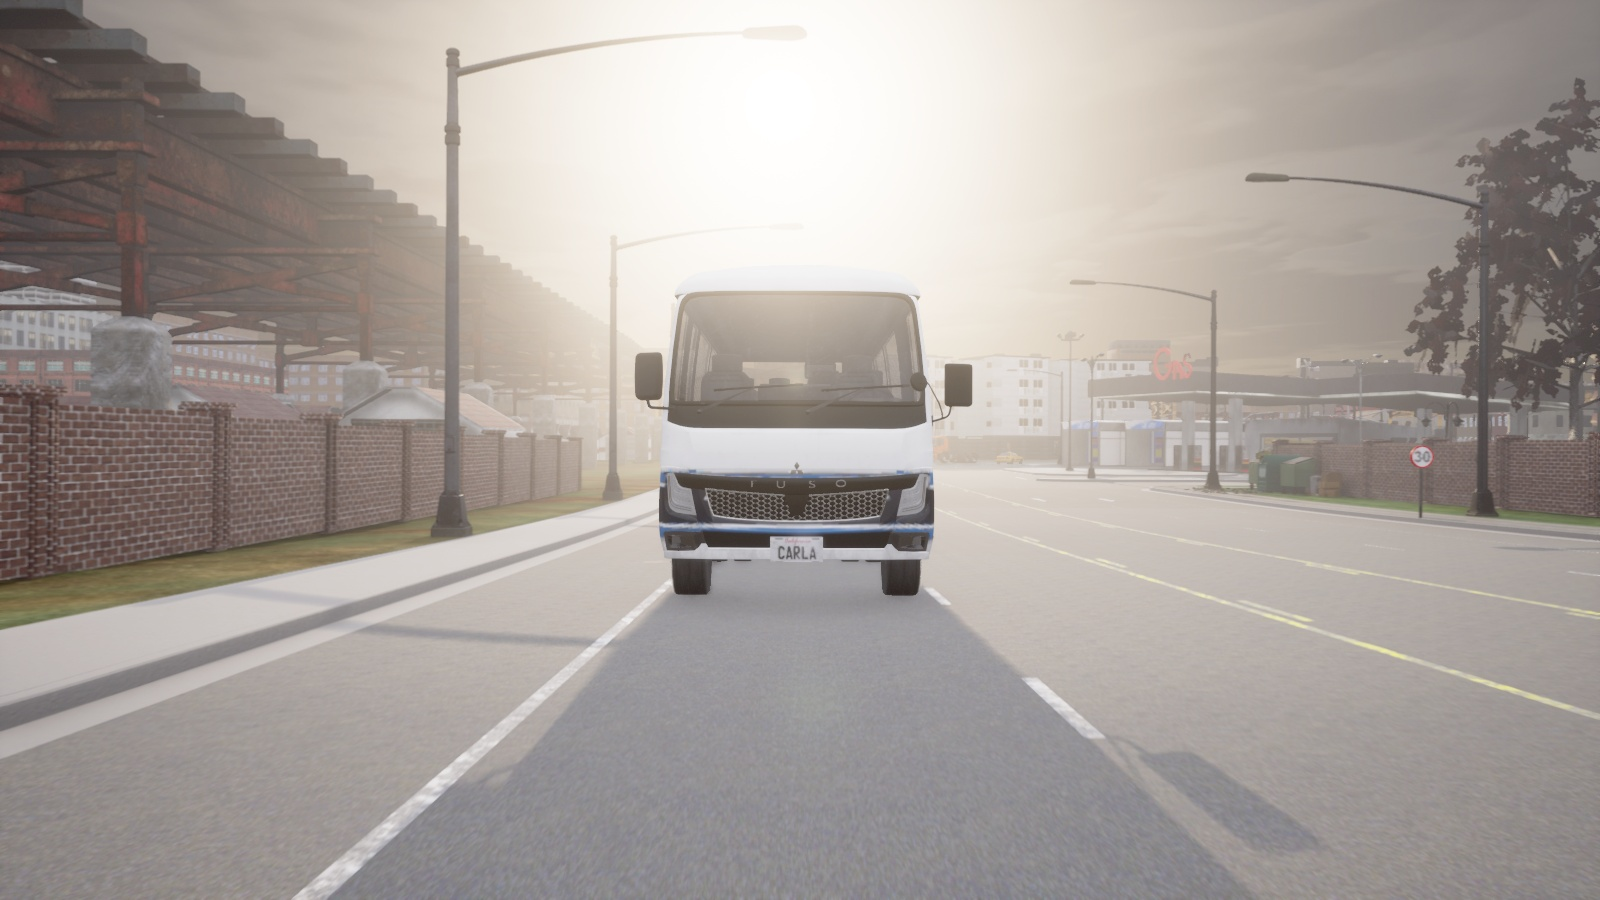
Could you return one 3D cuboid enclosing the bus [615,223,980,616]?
[{"bbox_3d":[-0.047,-0.251,18.774,3.944,4.253,10.273,0,-1,0],"label":"bus"}]
